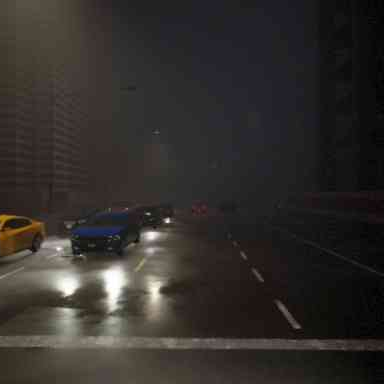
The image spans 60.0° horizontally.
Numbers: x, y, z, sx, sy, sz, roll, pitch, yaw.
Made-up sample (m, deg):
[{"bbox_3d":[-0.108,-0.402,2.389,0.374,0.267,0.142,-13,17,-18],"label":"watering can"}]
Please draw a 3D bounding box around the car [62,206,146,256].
[{"bbox_3d":[-3.392,1.584,13.921,1.882,1.535,5.008,0,0,1],"label":"car"}]

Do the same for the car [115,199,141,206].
[{"bbox_3d":[-6.406,1.588,30.880,2.097,1.767,4.553,0,0,2],"label":"car"}]

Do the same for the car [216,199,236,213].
[{"bbox_3d":[4.377,1.799,41.784,1.882,1.535,5.008,0,0,1],"label":"car"}]

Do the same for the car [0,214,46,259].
[{"bbox_3d":[-6.948,1.566,11.558,1.882,1.535,5.008,0,0,1],"label":"car"}]

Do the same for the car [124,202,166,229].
[{"bbox_3d":[-3.154,1.682,23.146,1.837,1.490,4.892,0,0,2],"label":"car"}]

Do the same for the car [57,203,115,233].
[{"bbox_3d":[-6.722,1.650,20.823,2.128,1.511,4.902,0,0,2],"label":"car"}]

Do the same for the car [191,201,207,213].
[{"bbox_3d":[0.874,1.921,41.686,1.895,1.301,4.718,0,0,1],"label":"car"}]

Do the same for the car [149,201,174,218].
[{"bbox_3d":[-2.823,1.806,33.738,2.033,1.411,5.357,0,0,1],"label":"car"}]

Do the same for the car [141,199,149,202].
[{"bbox_3d":[-6.146,1.665,40.967,2.097,1.767,4.553,0,0,1],"label":"car"}]

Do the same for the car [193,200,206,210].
[{"bbox_3d":[1.128,2.000,52.011,1.895,1.301,4.718,0,0,1],"label":"car"}]
